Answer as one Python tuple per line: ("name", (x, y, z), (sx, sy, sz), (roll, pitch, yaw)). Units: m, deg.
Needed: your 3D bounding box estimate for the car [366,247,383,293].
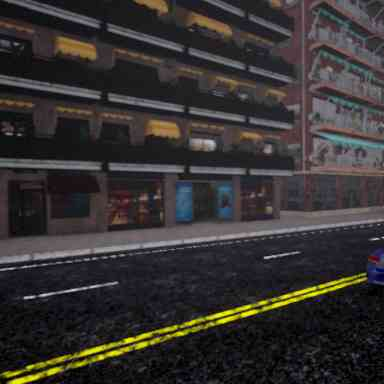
("car", (5.752, 1.527, 7.564), (4.674, 1.442, 1.812), (0, 0, -36))
